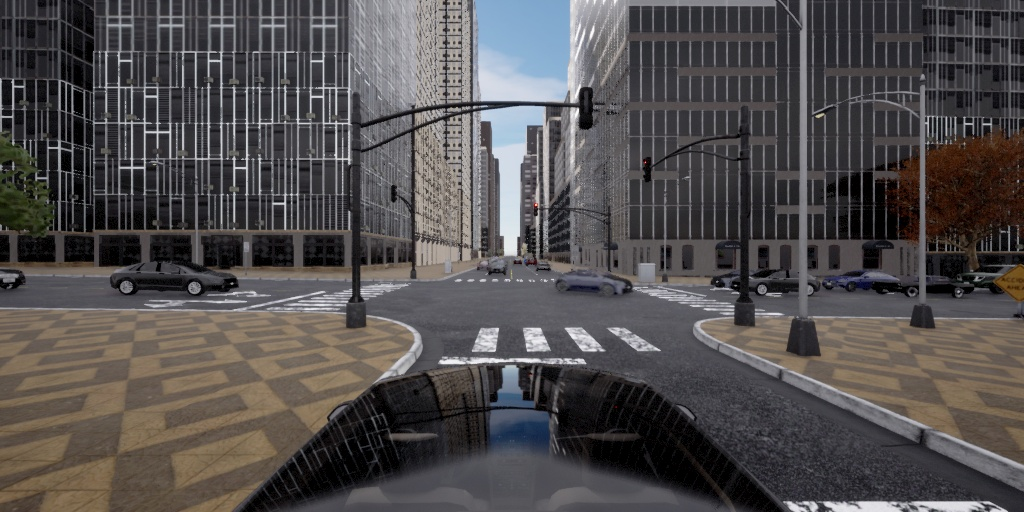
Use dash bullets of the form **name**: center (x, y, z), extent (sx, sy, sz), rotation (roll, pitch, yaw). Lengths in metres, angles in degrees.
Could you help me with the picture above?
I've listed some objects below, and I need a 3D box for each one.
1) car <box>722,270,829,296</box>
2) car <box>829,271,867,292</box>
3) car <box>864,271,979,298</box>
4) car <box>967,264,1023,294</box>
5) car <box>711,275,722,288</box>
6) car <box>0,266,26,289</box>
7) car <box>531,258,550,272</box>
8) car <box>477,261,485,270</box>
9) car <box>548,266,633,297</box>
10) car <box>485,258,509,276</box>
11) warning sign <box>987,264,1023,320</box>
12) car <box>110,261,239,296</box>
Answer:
- **car**: center (15.785, 1.564, 21.590), extent (4.892, 1.490, 1.837), rotation (1, 0, -4)
- **car**: center (24.556, 1.741, 25.245), extent (4.674, 1.442, 1.812), rotation (1, 0, -3)
- **car**: center (25.028, 1.826, 22.017), extent (4.718, 1.301, 1.895), rotation (1, 0, -3)
- **car**: center (35.238, 1.629, 25.743), extent (5.566, 2.045, 2.150), rotation (1, 0, -3)
- **car**: center (16.155, 1.629, 24.851), extent (4.181, 1.385, 1.994), rotation (1, 0, -3)
- **car**: center (-25.298, 0.802, 16.197), extent (4.902, 1.511, 2.128), rotation (1, 0, -3)
- **car**: center (3.898, 1.329, 45.983), extent (1.948, 1.339, 4.313), rotation (0, 0, 0)
- **car**: center (-4.059, 1.342, 51.470), extent (1.802, 1.307, 4.207), rotation (0, 0, 0)
- **car**: center (4.483, 1.400, 19.911), extent (4.181, 1.385, 1.994), rotation (2, 1, 37)
- **car**: center (-1.526, 1.273, 37.911), extent (1.837, 1.490, 4.892), rotation (0, 0, 0)
- **warning sign**: center (17.268, 1.204, 12.189), extent (1.060, 1.860, 1.300), rotation (0, 0, -3)
- **car**: center (-15.516, 0.994, 16.653), extent (4.892, 1.490, 1.837), rotation (1, 0, -3)
